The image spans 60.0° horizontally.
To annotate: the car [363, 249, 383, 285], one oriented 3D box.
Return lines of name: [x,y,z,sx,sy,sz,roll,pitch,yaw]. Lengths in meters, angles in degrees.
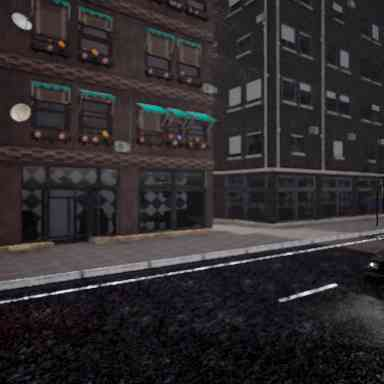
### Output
car: [6.478,1.542,8.309,5.357,1.411,2.033,0,0,-35]
